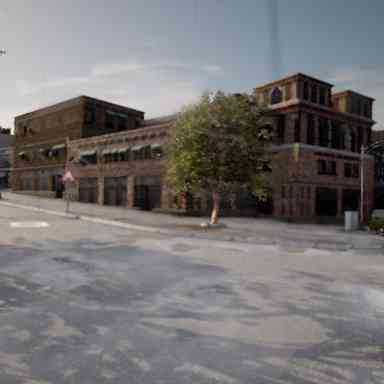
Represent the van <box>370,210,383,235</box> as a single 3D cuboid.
[{"bbox_3d":[15.928,2.380,24.972,4.442,1.987,1.878,1,-3,34],"label":"van"}]
